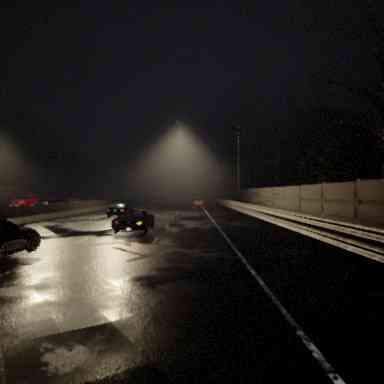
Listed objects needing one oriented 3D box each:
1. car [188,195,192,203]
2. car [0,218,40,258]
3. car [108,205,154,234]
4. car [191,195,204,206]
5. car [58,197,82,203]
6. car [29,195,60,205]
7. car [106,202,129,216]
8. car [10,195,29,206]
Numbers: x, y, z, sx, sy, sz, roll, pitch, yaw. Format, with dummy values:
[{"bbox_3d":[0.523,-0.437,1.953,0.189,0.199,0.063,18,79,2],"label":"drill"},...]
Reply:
[{"bbox_3d":[0.004,1.940,80.147,1.812,1.442,4.674,0,0,0],"label":"car"},{"bbox_3d":[-6.899,1.582,11.176,1.812,1.442,4.674,0,0,0],"label":"car"},{"bbox_3d":[-3.399,1.705,20.072,1.895,1.301,4.718,0,0,0],"label":"car"},{"bbox_3d":[1.228,1.803,61.781,1.801,1.575,5.366,0,0,0],"label":"car"},{"bbox_3d":[-17.567,1.760,49.628,2.128,1.511,4.902,0,-1,0],"label":"car"},{"bbox_3d":[-21.064,1.485,48.827,2.150,2.045,5.566,0,-1,0],"label":"car"},{"bbox_3d":[-6.898,1.718,32.329,2.033,1.411,5.357,0,0,0],"label":"car"},{"bbox_3d":[-24.560,1.486,49.233,2.150,2.045,5.566,0,0,0],"label":"car"}]
